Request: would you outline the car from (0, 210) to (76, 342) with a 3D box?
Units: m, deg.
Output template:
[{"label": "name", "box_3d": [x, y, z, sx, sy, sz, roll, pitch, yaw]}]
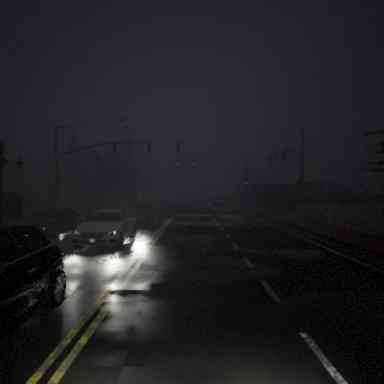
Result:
[{"label": "car", "box_3d": [-3.590, 1.328, 4.851, 2.097, 1.767, 4.553, 0, 0, 0]}]

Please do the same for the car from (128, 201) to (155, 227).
[{"label": "car", "box_3d": [-3.505, 1.391, 21.653, 2.128, 1.511, 4.902, 0, 0, 0]}]

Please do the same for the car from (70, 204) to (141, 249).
[{"label": "car", "box_3d": [-3.574, 1.458, 14.235, 1.812, 1.442, 4.674, 0, 0, 0]}]

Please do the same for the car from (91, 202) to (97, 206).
[{"label": "car", "box_3d": [-7.005, 1.368, 21.652, 1.994, 1.385, 4.181, 0, 0, 0]}]

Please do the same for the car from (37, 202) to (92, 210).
[{"label": "car", "box_3d": [-7.065, 1.467, 16.913, 2.033, 1.411, 5.357, 0, 0, 1]}]

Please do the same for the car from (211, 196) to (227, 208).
[{"label": "car", "box_3d": [3.587, 1.279, 44.978, 2.128, 1.511, 4.902, 0, 0, 0]}]
